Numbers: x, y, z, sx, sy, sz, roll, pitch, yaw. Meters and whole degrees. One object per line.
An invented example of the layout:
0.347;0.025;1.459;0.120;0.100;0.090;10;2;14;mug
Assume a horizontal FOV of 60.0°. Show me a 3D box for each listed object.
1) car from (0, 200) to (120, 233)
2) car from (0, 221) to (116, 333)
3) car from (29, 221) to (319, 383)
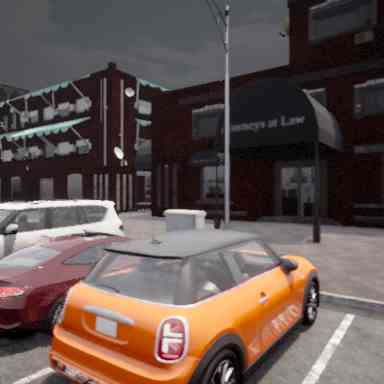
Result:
-4.169;1.248;8.242;2.435;2.045;5.566;-1;0;35;car
-1.884;1.527;6.665;2.002;1.452;4.674;0;0;35;car
0.369;1.356;5.041;2.185;1.767;4.553;0;0;35;car
